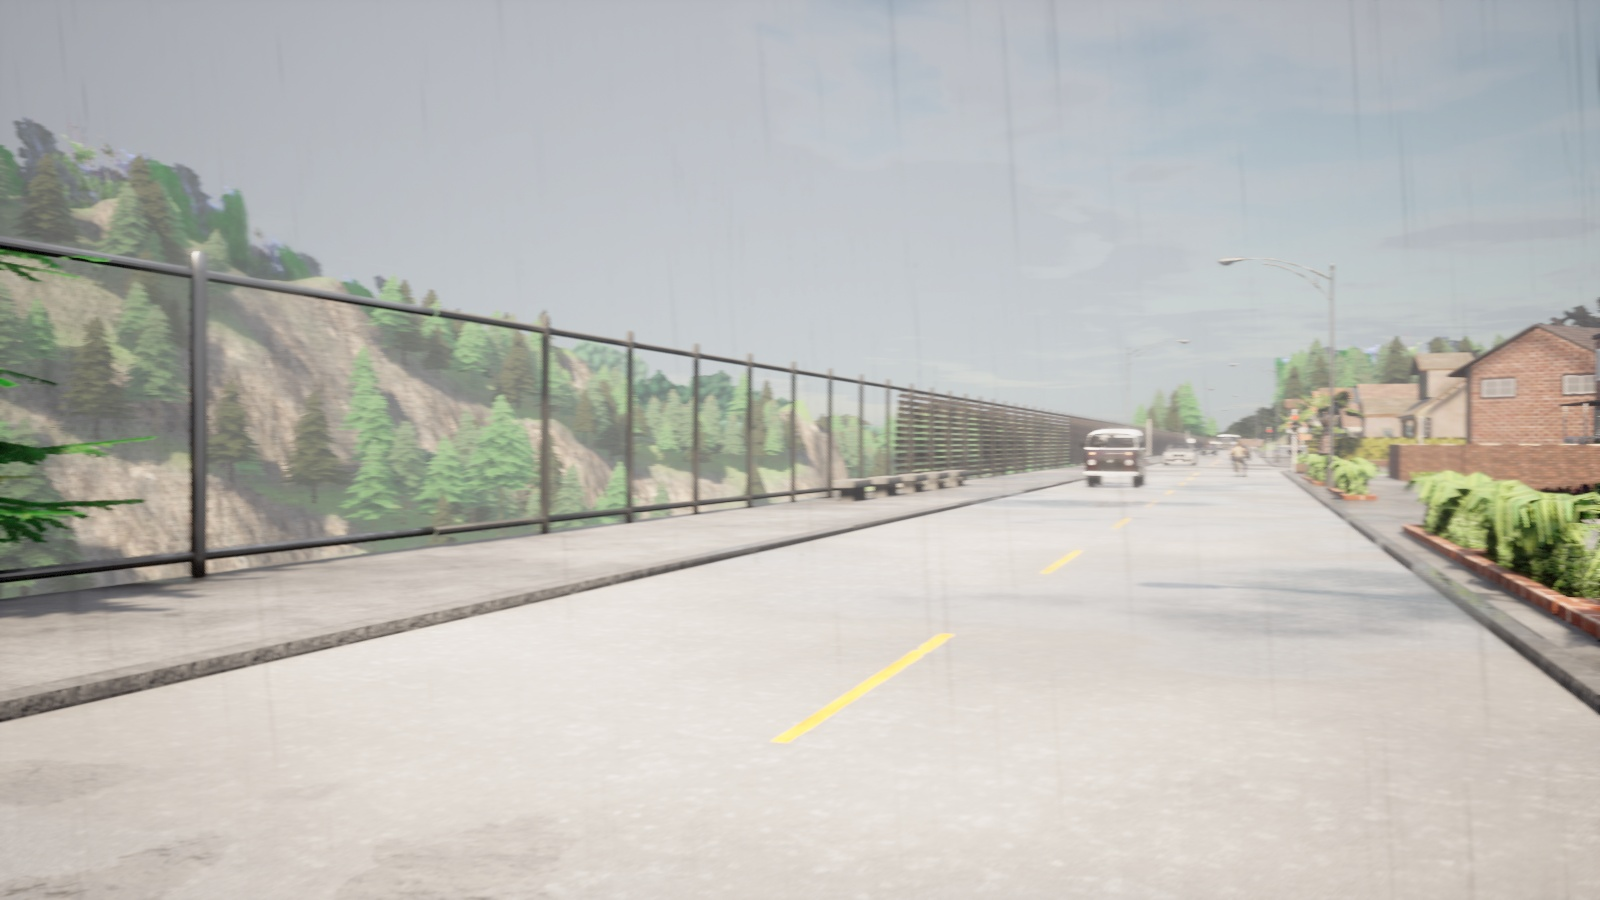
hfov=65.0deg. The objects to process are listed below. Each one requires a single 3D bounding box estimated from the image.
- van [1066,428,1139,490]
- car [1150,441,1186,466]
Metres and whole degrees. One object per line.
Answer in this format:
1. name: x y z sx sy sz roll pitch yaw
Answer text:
1. van: 10.659 0.278 43.993 2.069 2.038 4.480 0 0 19
2. car: 26.207 0.226 89.423 2.242 1.667 4.611 0 0 19
